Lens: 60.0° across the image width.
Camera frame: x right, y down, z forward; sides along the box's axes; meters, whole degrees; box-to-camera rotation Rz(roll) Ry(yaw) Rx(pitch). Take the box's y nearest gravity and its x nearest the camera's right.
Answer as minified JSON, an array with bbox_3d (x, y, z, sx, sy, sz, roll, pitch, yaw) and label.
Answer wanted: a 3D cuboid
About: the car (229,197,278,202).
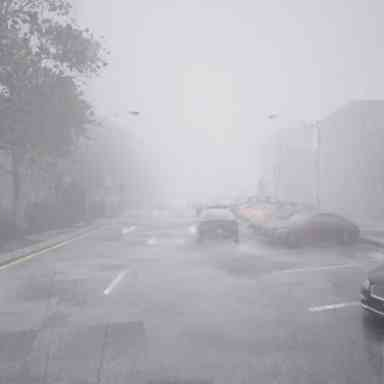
[{"bbox_3d":[5.384,1.466,23.949,4.553,1.767,2.185,1,0,-20],"label":"car"}]

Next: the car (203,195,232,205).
[{"bbox_3d":[5.538,1.681,72.013,5.566,2.045,2.435,1,-1,-20],"label":"car"}]

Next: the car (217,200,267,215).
[{"bbox_3d":[5.378,1.690,35.938,4.792,1.488,2.163,1,0,-20],"label":"car"}]

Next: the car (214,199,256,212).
[{"bbox_3d":[5.410,1.729,41.939,4.792,1.488,2.163,1,0,-20],"label":"car"}]

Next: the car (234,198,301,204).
[{"bbox_3d":[5.372,1.451,20.948,4.553,1.767,2.185,1,0,-20],"label":"car"}]

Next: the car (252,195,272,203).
[{"bbox_3d":[18.535,1.818,87.980,2.435,2.045,5.566,0,0,-21],"label":"car"}]

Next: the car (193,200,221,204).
[{"bbox_3d":[1.212,1.626,26.663,1.837,1.490,4.892,0,0,0],"label":"car"}]

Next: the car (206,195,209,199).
[{"bbox_3d":[5.488,1.812,56.974,5.008,1.535,2.097,1,-1,-20],"label":"car"}]

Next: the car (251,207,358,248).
[{"bbox_3d":[5.322,1.589,14.936,4.674,1.452,2.002,1,0,-20],"label":"car"}]

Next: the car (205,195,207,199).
[{"bbox_3d":[5.337,1.878,65.918,5.366,1.575,1.946,1,0,-20],"label":"car"}]

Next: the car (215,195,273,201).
[{"bbox_3d":[5.368,1.373,29.924,5.566,2.045,2.435,1,0,-20],"label":"car"}]

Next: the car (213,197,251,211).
[{"bbox_3d":[5.418,1.595,44.954,4.553,1.767,2.185,1,-1,-20],"label":"car"}]

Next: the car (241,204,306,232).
[{"bbox_3d":[5.301,1.591,17.927,4.792,1.488,2.163,1,0,-20],"label":"car"}]

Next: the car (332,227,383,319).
[{"bbox_3d":[5.313,1.512,5.935,4.892,1.521,2.231,1,0,-20],"label":"car"}]

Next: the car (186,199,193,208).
[{"bbox_3d":[0.113,1.785,52.728,2.128,1.511,4.902,0,0,0],"label":"car"}]

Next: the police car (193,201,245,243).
[{"bbox_3d":[1.180,1.496,16.773,1.930,1.638,5.238,0,0,0],"label":"police car"}]

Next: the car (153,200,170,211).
[{"bbox_3d":[-3.992,1.791,43.907,1.994,1.385,4.181,0,0,0],"label":"car"}]

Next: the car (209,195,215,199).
[{"bbox_3d":[5.399,1.428,38.941,5.566,2.045,2.435,1,0,-20],"label":"car"}]

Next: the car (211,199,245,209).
[{"bbox_3d":[5.476,1.806,50.963,4.674,1.452,2.002,1,0,-20],"label":"car"}]

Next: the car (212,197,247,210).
[{"bbox_3d":[5.431,1.617,47.955,4.553,1.767,2.185,1,-1,-20],"label":"car"}]
